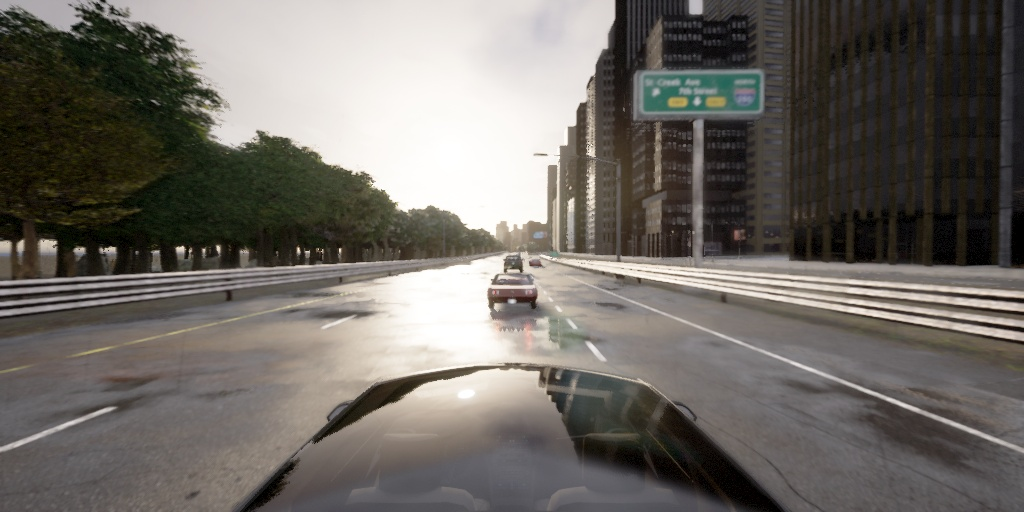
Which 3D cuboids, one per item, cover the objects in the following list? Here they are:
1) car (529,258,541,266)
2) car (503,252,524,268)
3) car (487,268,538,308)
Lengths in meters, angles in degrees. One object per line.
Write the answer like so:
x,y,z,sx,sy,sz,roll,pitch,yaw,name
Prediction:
3.989,1.075,63.082,1.994,1.385,4.181,0,0,1,car
0.158,0.885,41.280,2.150,2.045,5.566,0,0,0,car
0.015,1.346,15.237,1.895,1.301,4.718,0,0,0,car
